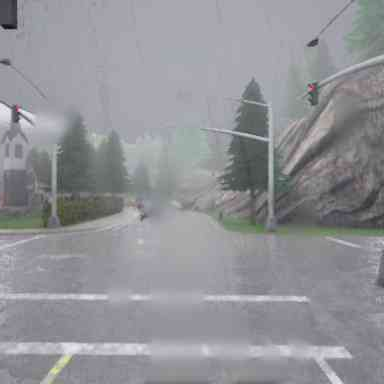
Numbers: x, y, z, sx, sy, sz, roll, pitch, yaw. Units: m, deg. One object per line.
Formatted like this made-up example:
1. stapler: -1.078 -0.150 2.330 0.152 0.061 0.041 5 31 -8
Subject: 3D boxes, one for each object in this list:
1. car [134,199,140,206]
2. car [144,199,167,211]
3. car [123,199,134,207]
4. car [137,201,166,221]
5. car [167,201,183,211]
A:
1. car: -7.216 2.096 51.476 1.837 1.490 4.892 0 -1 -21
2. car: -4.721 1.830 41.636 2.097 1.767 4.553 0 -1 -11
3. car: -12.145 2.256 67.792 1.882 1.535 5.008 1 -1 -44
4. car: -3.779 1.867 31.517 1.837 1.490 4.892 0 -1 -2
5. car: -2.686 2.093 49.436 1.812 1.442 4.674 0 -1 -16
